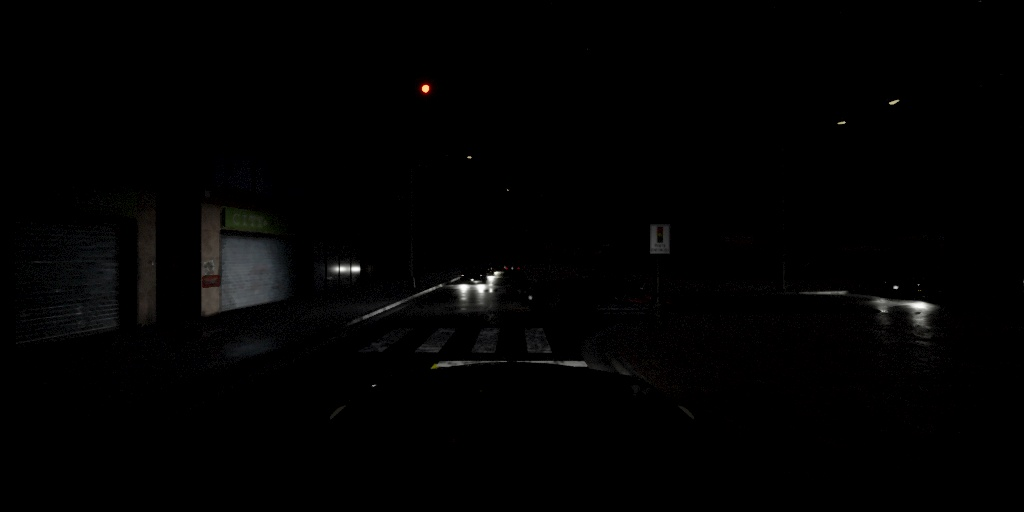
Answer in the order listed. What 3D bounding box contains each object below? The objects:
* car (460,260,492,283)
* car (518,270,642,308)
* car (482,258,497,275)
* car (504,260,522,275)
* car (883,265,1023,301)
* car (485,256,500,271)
[{"bbox_3d":[-2.883,1.303,28.057,2.033,1.411,5.357,0,0,-1],"label":"car"},{"bbox_3d":[2.853,1.337,14.947,4.718,1.301,1.895,-1,0,-15],"label":"car"},{"bbox_3d":[-2.875,1.268,38.465,1.837,1.490,4.892,0,0,0],"label":"car"},{"bbox_3d":[0.062,1.312,39.247,2.033,1.411,5.357,0,0,0],"label":"car"},{"bbox_3d":[19.520,1.139,15.967,4.892,1.490,1.837,0,0,0],"label":"car"},{"bbox_3d":[-2.873,0.997,48.987,2.150,2.045,5.566,0,0,0],"label":"car"}]
